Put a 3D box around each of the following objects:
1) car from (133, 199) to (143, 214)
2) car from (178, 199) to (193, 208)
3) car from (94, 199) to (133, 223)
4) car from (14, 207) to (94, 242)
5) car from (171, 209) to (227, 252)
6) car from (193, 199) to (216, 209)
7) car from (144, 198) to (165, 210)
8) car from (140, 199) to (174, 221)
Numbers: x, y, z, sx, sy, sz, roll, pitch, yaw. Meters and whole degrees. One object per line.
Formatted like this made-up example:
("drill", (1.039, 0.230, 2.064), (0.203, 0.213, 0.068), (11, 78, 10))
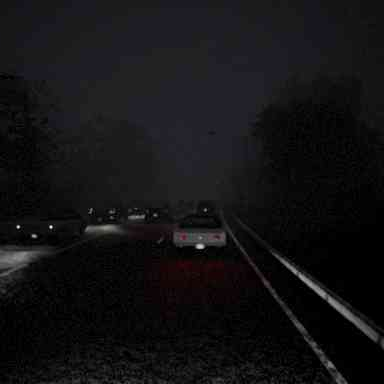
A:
("car", (-5.747, 1.513, 34.504), (1.837, 1.490, 4.892), (0, 0, 4))
("car", (-0.818, 1.616, 49.126), (1.895, 1.301, 4.718), (0, 0, 6))
("car", (-6.335, 1.357, 25.536), (2.097, 1.767, 4.553), (0, 0, 3))
("car", (-6.748, 1.603, 16.575), (1.895, 1.301, 4.718), (0, 0, 2))
("car", (0.357, 1.606, 13.820), (1.895, 1.301, 4.718), (0, 0, 2))
("car", (1.491, 1.517, 35.361), (1.837, 1.490, 4.892), (0, 0, 4))
("car", (-4.901, 1.576, 44.527), (1.994, 1.385, 4.181), (0, 0, 5))
("car", (-2.580, 1.533, 26.754), (1.812, 1.442, 4.674), (0, 0, 3))
